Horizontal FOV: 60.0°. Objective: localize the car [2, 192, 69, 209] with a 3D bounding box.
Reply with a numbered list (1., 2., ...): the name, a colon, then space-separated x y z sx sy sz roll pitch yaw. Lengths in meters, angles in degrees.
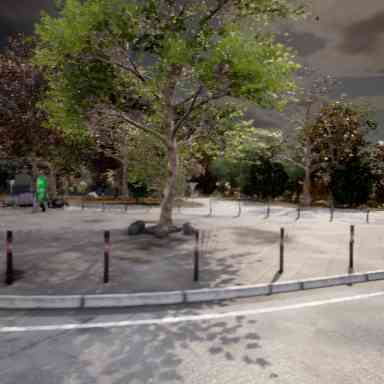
1. car: -13.430 0.743 28.647 5.357 1.411 2.033 1 1 8
